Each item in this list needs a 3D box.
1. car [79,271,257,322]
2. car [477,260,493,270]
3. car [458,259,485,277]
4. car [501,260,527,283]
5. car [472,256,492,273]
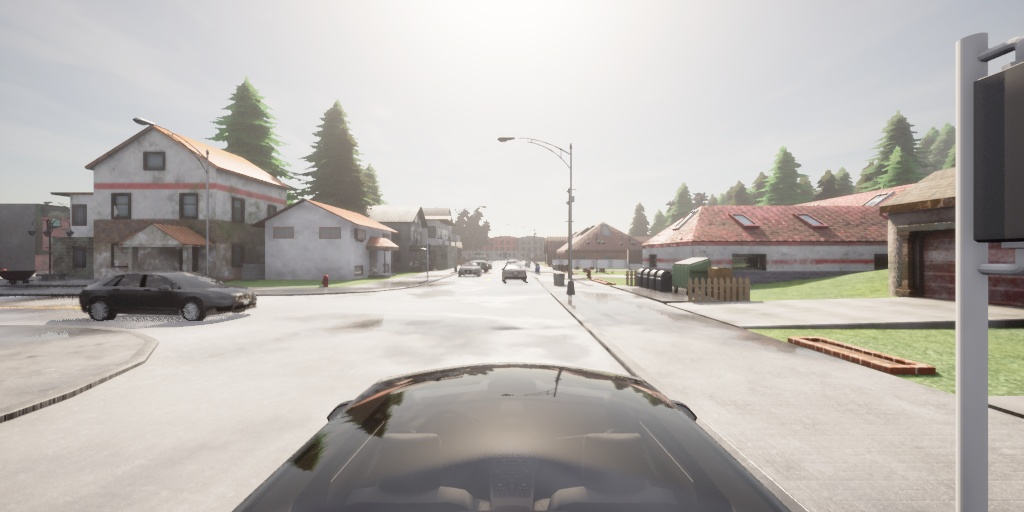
[{"bbox_3d":[-11.072,1.254,11.722,4.892,1.490,1.837,0,0,2],"label":"car"},{"bbox_3d":[-4.063,1.314,54.518,1.994,1.385,4.181,0,0,0],"label":"car"},{"bbox_3d":[-4.090,1.314,35.432,1.994,1.385,4.181,0,0,0],"label":"car"},{"bbox_3d":[0.172,1.297,28.188,2.033,1.411,5.357,0,0,-2],"label":"car"},{"bbox_3d":[-4.088,0.971,44.579,2.150,2.045,5.566,0,0,0],"label":"car"}]
